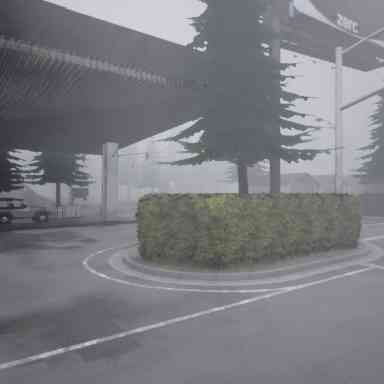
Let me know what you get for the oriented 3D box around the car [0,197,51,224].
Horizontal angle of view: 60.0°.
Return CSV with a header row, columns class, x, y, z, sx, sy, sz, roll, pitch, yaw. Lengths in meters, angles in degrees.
class,x,y,z,sx,sy,sz,roll,pitch,yaw
car,-12.104,1.312,23.392,3.866,1.878,1.905,0,0,-36
